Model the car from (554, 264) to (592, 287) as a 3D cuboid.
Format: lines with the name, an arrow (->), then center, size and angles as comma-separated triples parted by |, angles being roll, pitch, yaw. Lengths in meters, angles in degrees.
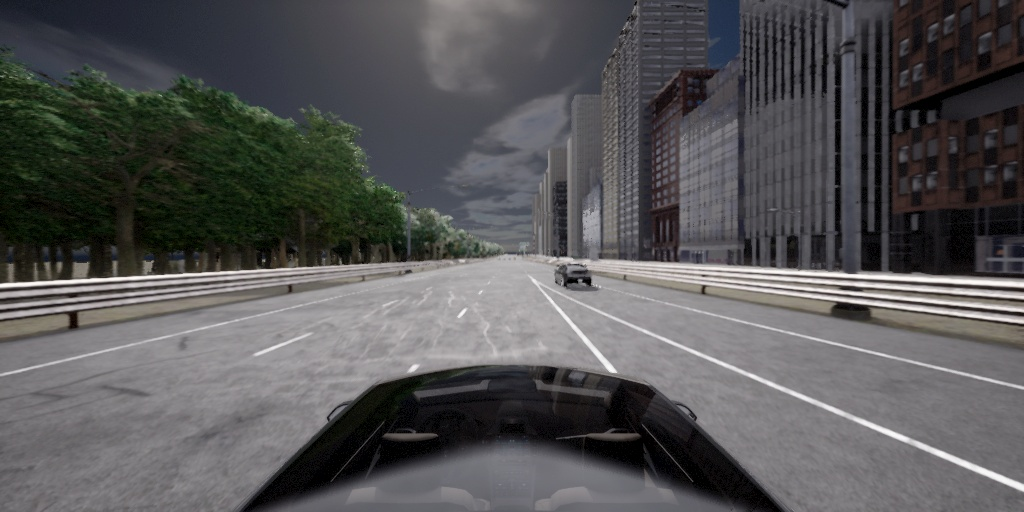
car -> 4.045, 1.255, 24.354 | 1.837, 1.490, 4.892 | -1, 0, -3
